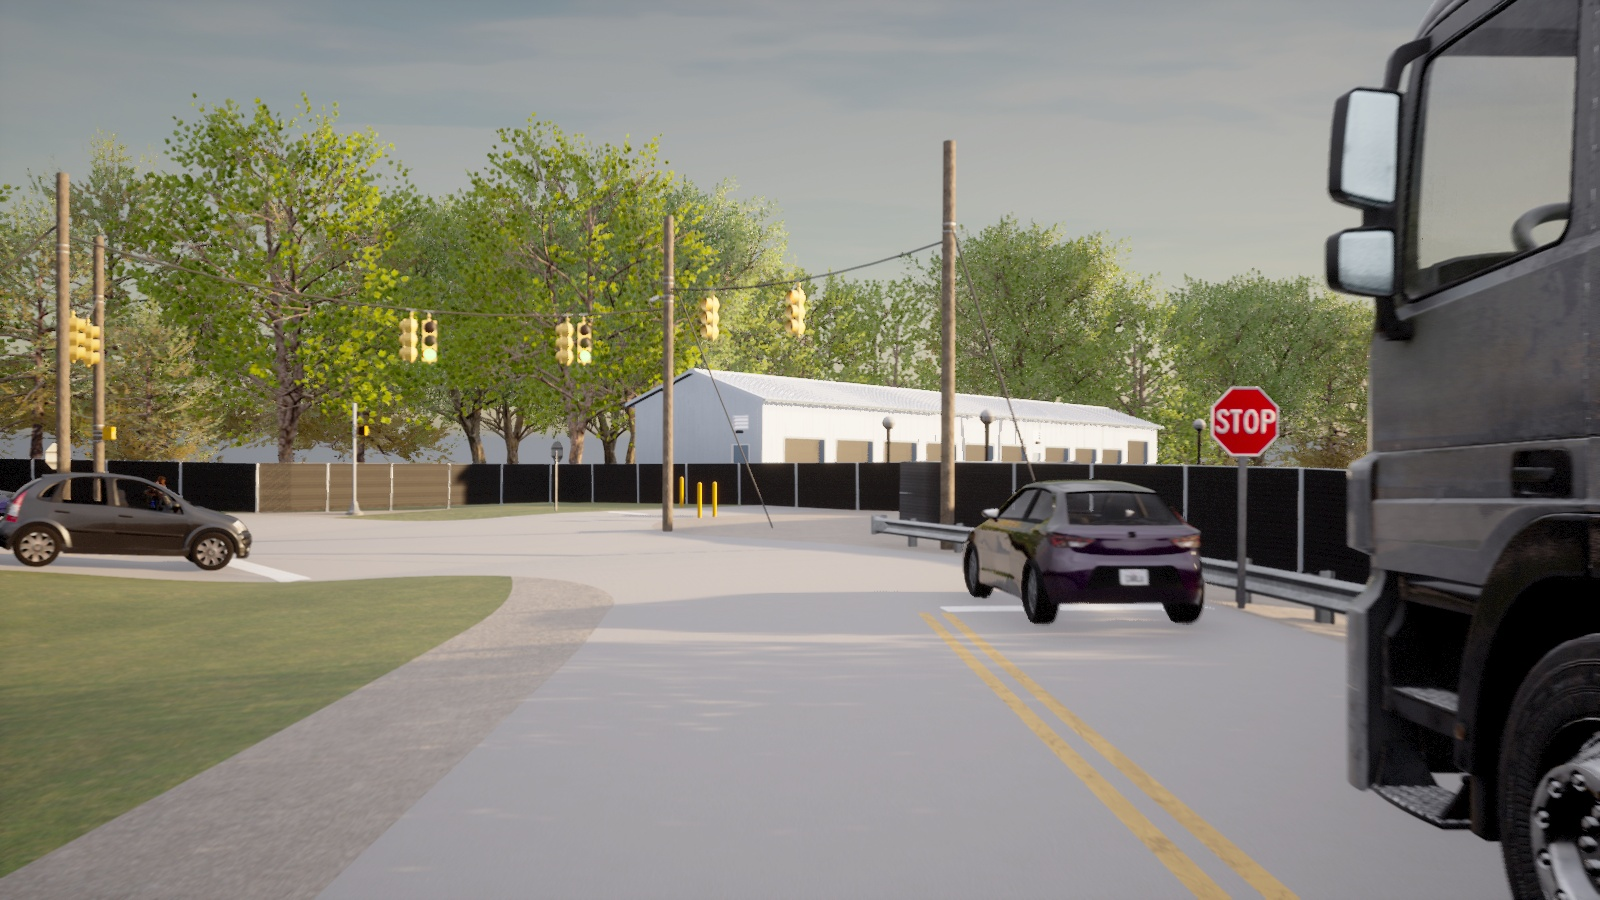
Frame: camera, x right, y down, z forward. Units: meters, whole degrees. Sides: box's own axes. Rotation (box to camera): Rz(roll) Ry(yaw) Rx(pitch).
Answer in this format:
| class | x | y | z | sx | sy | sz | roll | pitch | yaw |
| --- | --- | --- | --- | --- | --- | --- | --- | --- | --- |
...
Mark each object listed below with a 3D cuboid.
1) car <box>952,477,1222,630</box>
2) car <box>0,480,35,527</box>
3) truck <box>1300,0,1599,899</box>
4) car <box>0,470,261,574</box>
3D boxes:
| class | x | y | z | sx | sy | sz | roll | pitch | yaw |
| --- | --- | --- | --- | --- | --- | --- | --- | --- | --- |
| car | 3.078 | 1.054 | 14.425 | 1.816 | 1.474 | 4.193 | 0 | -1 | -5 |
| car | -28.909 | 1.786 | 42.558 | 4.792 | 1.488 | 2.163 | 1 | 1 | 7 |
| truck | 3.494 | -0.163 | 1.112 | 2.891 | 3.462 | 7.936 | 0 | -1 | 0 |
| car | -11.994 | 1.302 | 22.461 | 3.988 | 1.617 | 1.851 | 5 | -2 | -33 |
